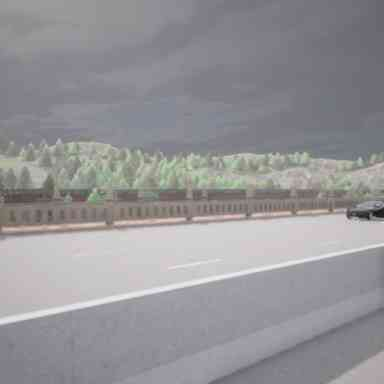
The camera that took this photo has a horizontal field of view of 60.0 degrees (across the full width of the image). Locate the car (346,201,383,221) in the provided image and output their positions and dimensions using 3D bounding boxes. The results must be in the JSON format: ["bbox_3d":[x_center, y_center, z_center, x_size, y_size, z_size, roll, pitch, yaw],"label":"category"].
[{"bbox_3d":[14.627,1.487,27.315,5.008,1.535,1.882,0,0,-35],"label":"car"}]
